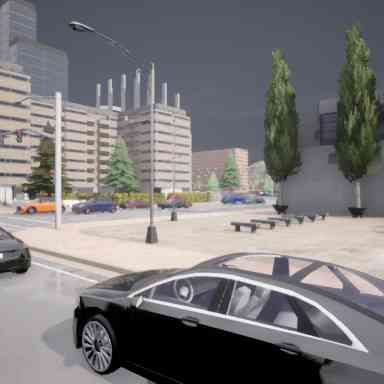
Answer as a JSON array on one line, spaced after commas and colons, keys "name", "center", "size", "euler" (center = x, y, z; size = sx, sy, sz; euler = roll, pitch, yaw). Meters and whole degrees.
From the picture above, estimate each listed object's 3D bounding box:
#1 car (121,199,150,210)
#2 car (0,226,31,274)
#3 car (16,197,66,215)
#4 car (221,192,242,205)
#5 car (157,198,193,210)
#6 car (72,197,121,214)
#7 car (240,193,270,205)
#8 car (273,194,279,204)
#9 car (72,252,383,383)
[{"name": "car", "center": [-7.454, 1.563, 43.263], "size": [1.994, 1.385, 4.181], "euler": [0, 0, 41]}, {"name": "car", "center": [-6.354, 1.564, 9.511], "size": [4.181, 1.385, 1.994], "euler": [0, 0, 40]}, {"name": "car", "center": [-15.447, 1.352, 34.148], "size": [2.097, 1.767, 4.553], "euler": [0, 0, 42]}, {"name": "car", "center": [7.540, 1.225, 60.423], "size": [2.150, 2.045, 5.566], "euler": [0, 0, 41]}, {"name": "car", "center": [-2.175, 1.546, 44.005], "size": [2.033, 1.411, 5.357], "euler": [0, 0, 41]}, {"name": "car", "center": [-10.185, 1.352, 34.775], "size": [2.097, 1.767, 4.553], "euler": [0, 0, 41]}, {"name": "car", "center": [11.222, 1.493, 59.307], "size": [2.128, 1.511, 4.902], "euler": [0, 0, 41]}, {"name": "car", "center": [15.407, 1.491, 53.284], "size": [2.128, 1.511, 4.902], "euler": [0, 0, 41]}, {"name": "car", "center": [0.548, 1.492, 3.888], "size": [4.902, 1.511, 2.128], "euler": [0, 0, 38]}]
